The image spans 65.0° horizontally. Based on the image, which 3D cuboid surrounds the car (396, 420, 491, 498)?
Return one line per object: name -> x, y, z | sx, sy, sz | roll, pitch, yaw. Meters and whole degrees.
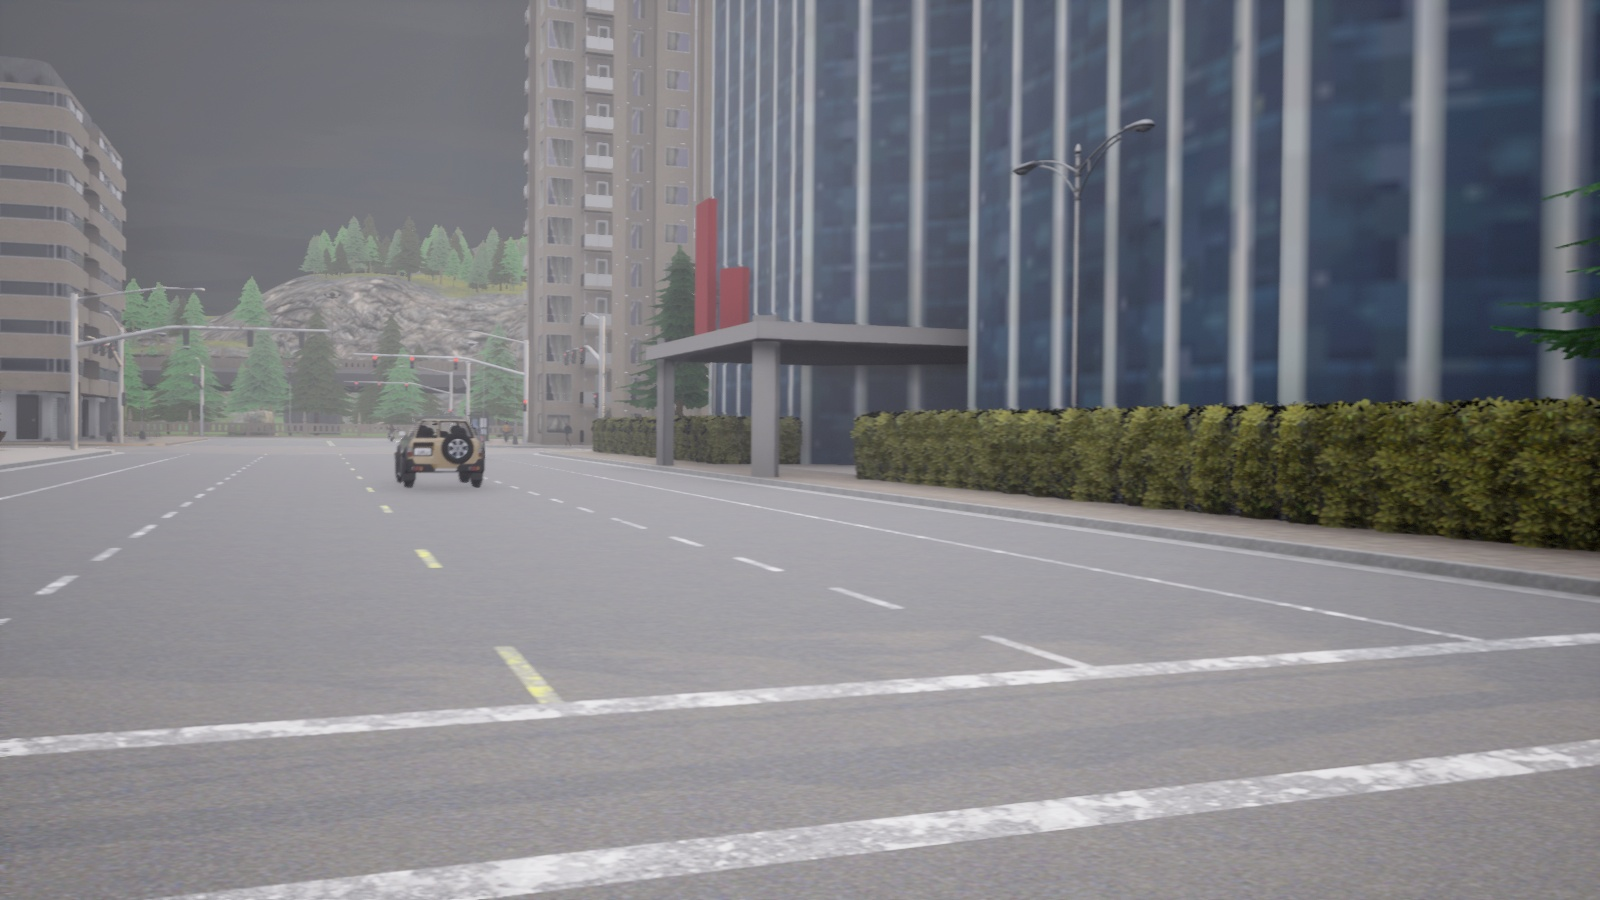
car -> -9.347, 0.184, 32.656 | 1.932, 1.855, 4.605 | -1, 1, -21
